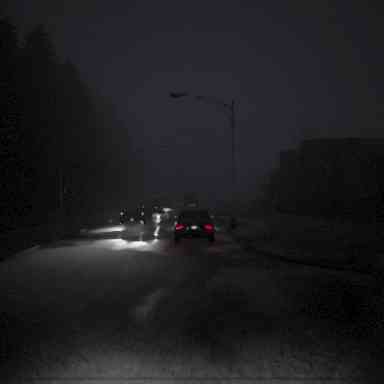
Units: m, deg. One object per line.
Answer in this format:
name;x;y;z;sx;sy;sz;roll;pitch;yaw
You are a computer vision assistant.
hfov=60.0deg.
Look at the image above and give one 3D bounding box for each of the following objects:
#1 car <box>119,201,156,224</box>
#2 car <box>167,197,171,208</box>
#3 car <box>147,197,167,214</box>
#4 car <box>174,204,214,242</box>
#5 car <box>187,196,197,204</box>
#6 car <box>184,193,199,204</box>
car;-4.109;1.581;25.022;1.895;1.301;4.718;0;0;0
car;-4.080;1.452;48.337;2.128;1.511;4.902;0;0;1
car;-4.104;1.476;35.440;1.837;1.490;4.892;0;0;0
car;0.087;1.534;16.391;2.033;1.411;5.357;0;0;0
car;-0.049;1.455;62.022;1.837;1.490;4.892;0;0;0
car;-0.041;1.179;51.631;2.150;2.045;5.566;0;0;0
